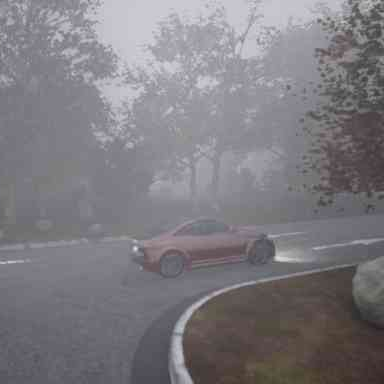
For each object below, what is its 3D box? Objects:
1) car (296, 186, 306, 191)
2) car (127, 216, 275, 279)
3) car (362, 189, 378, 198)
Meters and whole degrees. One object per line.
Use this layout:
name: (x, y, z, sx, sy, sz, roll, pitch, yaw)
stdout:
car: (18.148, -0.582, 51.520, 1.812, 1.442, 4.674, 0, 3, -27)
car: (0.306, 1.386, 9.430, 4.181, 1.385, 1.994, -1, 0, -29)
car: (22.636, -0.283, 42.775, 2.097, 1.767, 4.553, 0, 3, -26)
